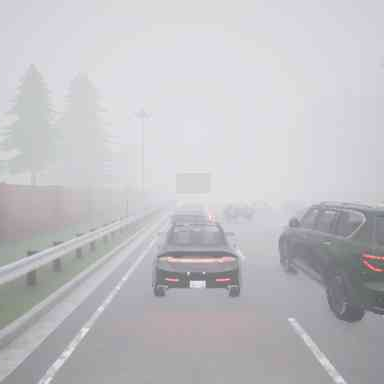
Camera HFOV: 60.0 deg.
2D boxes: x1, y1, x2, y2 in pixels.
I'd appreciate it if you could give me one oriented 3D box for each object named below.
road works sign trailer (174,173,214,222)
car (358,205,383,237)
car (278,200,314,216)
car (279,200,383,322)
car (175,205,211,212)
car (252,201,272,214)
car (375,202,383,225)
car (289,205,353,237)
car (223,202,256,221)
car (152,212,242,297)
[{"bbox_3d":[0.077,0.464,22.937,2.380,3.560,2.880,0,0,0],"label":"road works sign trailer"},{"bbox_3d":[10.610,1.506,16.944,1.837,1.490,4.892,0,0,0],"label":"car"},{"bbox_3d":[10.623,1.548,34.475,2.033,1.411,5.357,0,0,0],"label":"car"},{"bbox_3d":[3.605,1.222,7.368,2.150,2.045,5.566,0,0,0],"label":"car"},{"bbox_3d":[-0.007,1.474,19.019,1.882,1.535,5.008,0,0,6],"label":"car"},{"bbox_3d":[7.123,1.601,35.562,1.895,1.301,4.718,0,0,0],"label":"car"},{"bbox_3d":[14.115,1.489,21.303,2.128,1.511,4.902,0,0,0],"label":"car"},{"bbox_3d":[7.113,1.526,18.922,1.812,1.442,4.674,0,0,0],"label":"car"},{"bbox_3d":[3.618,1.601,27.114,1.895,1.301,4.718,0,0,0],"label":"car"},{"bbox_3d":[0.106,1.492,8.571,2.128,1.511,4.902,0,0,0],"label":"car"}]
